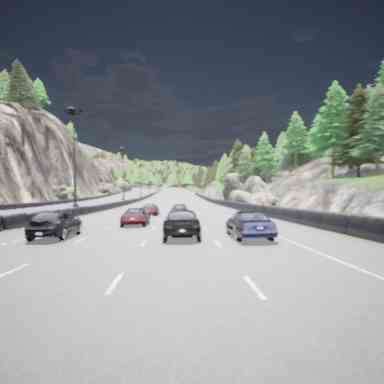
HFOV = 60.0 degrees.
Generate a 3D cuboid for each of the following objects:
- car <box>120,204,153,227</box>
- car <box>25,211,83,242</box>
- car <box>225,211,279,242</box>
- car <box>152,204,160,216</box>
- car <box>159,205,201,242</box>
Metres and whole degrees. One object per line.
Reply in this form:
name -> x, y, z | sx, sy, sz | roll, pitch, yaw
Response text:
car -> -4.415, 1.934, 26.190 | 1.994, 1.385, 4.181 | -1, -1, -2
car -> -7.601, 1.843, 18.705 | 1.837, 1.490, 4.892 | -1, -1, -2
car -> 2.961, 1.696, 17.440 | 2.033, 1.411, 5.357 | -1, -1, -2
car -> -5.000, 2.098, 39.945 | 1.994, 1.385, 4.181 | -1, -1, -2
car -> -0.564, 1.691, 17.939 | 1.882, 1.535, 5.008 | -1, -1, -2
